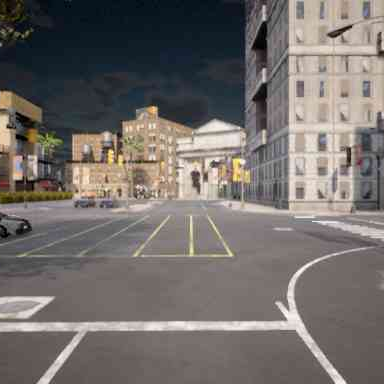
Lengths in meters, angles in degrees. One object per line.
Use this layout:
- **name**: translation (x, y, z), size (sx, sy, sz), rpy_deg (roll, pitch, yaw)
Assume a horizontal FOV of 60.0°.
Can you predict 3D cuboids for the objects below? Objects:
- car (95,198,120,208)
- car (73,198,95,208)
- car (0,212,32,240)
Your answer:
- **car**: translation (-11.614, 1.515, 47.138), size (2.033, 1.411, 5.357), rpy_deg (0, 0, 0)
- **car**: translation (-15.114, 1.515, 47.306), size (2.033, 1.411, 5.357), rpy_deg (0, 0, 0)
- **car**: translation (-10.220, 1.554, 16.421), size (4.181, 1.385, 1.994), rpy_deg (0, 0, 0)
